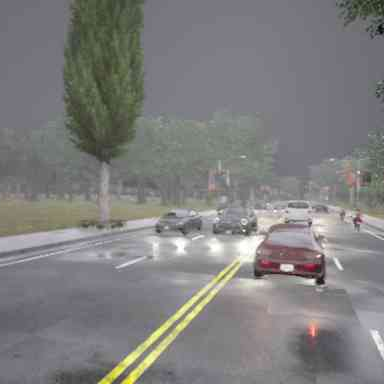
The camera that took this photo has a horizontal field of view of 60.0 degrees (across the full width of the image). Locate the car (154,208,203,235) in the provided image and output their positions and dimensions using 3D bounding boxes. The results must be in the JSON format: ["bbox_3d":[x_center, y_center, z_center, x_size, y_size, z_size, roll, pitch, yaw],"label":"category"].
[{"bbox_3d":[-0.648,1.722,20.381,1.812,1.442,4.674,1,-1,18],"label":"car"}]

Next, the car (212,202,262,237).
[{"bbox_3d":[2.699,1.630,20.140,2.097,1.767,4.553,1,-1,18],"label":"car"}]

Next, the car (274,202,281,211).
[{"bbox_3d":[15.514,2.526,58.379,1.812,1.442,4.674,1,-1,19],"label":"car"}]

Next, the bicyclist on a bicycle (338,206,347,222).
[{"bbox_3d":[14.809,2.149,32.705,0.866,1.612,1.509,1,-1,18],"label":"bicyclist on a bicycle"}]

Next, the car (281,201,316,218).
[{"bbox_3d":[8.949,1.737,27.962,2.150,2.045,5.566,1,-1,18],"label":"car"}]

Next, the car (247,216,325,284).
[{"bbox_3d":[3.038,1.710,10.264,1.812,1.442,4.674,1,-1,18],"label":"car"}]

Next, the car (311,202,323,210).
[{"bbox_3d":[25.992,2.904,69.113,2.128,1.511,4.902,1,-1,18],"label":"car"}]

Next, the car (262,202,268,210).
[{"bbox_3d":[12.179,2.483,58.667,1.994,1.385,4.181,1,-1,19],"label":"car"}]

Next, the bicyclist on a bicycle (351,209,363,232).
[{"bbox_3d":[11.837,1.982,23.797,0.866,1.612,1.509,1,-1,18],"label":"bicyclist on a bicycle"}]

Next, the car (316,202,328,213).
[{"bbox_3d":[21.344,2.617,54.863,1.837,1.490,4.892,1,0,19],"label":"car"}]
